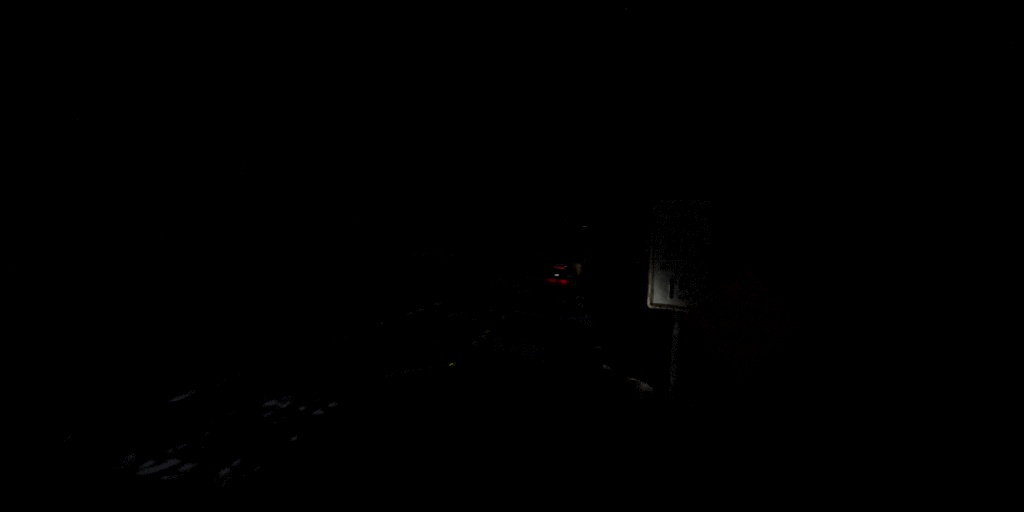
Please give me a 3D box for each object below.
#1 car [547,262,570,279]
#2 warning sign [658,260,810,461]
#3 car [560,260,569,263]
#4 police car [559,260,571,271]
[{"bbox_3d":[4.674,1.554,36.694,1.895,1.301,4.718,4,0,9],"label":"car"},{"bbox_3d":[2.501,1.016,4.055,1.300,1.860,1.060,0,0,8],"label":"warning sign"},{"bbox_3d":[6.144,1.568,47.458,2.033,1.411,5.357,4,0,8],"label":"car"},{"bbox_3d":[9.401,1.614,63.798,1.930,1.638,5.238,4,0,8],"label":"police car"}]
